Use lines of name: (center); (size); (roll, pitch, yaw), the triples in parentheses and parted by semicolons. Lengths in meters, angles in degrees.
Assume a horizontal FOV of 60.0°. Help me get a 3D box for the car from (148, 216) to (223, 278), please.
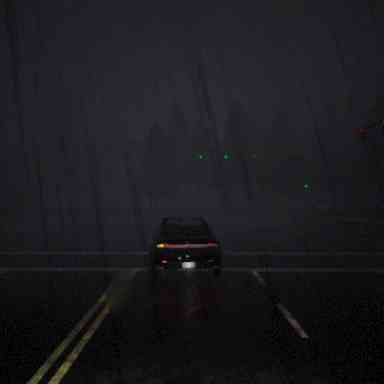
car: (-0.302, 1.484, 10.163); (2.128, 1.511, 4.902); (0, 0, -5)
